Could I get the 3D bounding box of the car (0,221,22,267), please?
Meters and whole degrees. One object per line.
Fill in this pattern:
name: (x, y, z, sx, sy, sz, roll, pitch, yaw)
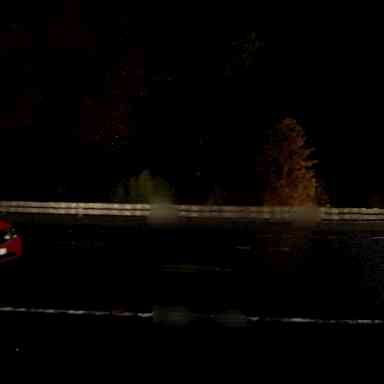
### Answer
car: (-7.205, 1.002, 8.223, 5.566, 2.045, 2.150, 1, 1, 7)
